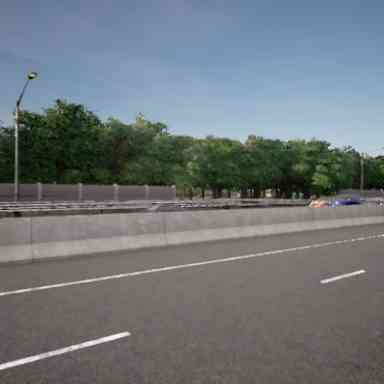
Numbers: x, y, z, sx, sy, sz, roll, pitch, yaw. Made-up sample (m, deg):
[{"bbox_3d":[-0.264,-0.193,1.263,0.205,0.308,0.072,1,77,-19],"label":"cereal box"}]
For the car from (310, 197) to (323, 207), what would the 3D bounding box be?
[{"bbox_3d":[18.977,1.510,47.592,4.553,1.767,2.097,1,0,-35],"label":"car"}]

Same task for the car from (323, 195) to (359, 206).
[{"bbox_3d":[20.299,1.373,44.247,5.566,2.045,2.150,0,0,-35],"label":"car"}]

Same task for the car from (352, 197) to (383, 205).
[{"bbox_3d":[22.423,1.657,41.462,4.892,1.490,1.837,0,0,-35],"label":"car"}]

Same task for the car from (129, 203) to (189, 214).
[{"bbox_3d":[-2.268,1.551,23.852,4.674,1.442,1.812,0,0,-35],"label":"car"}]
